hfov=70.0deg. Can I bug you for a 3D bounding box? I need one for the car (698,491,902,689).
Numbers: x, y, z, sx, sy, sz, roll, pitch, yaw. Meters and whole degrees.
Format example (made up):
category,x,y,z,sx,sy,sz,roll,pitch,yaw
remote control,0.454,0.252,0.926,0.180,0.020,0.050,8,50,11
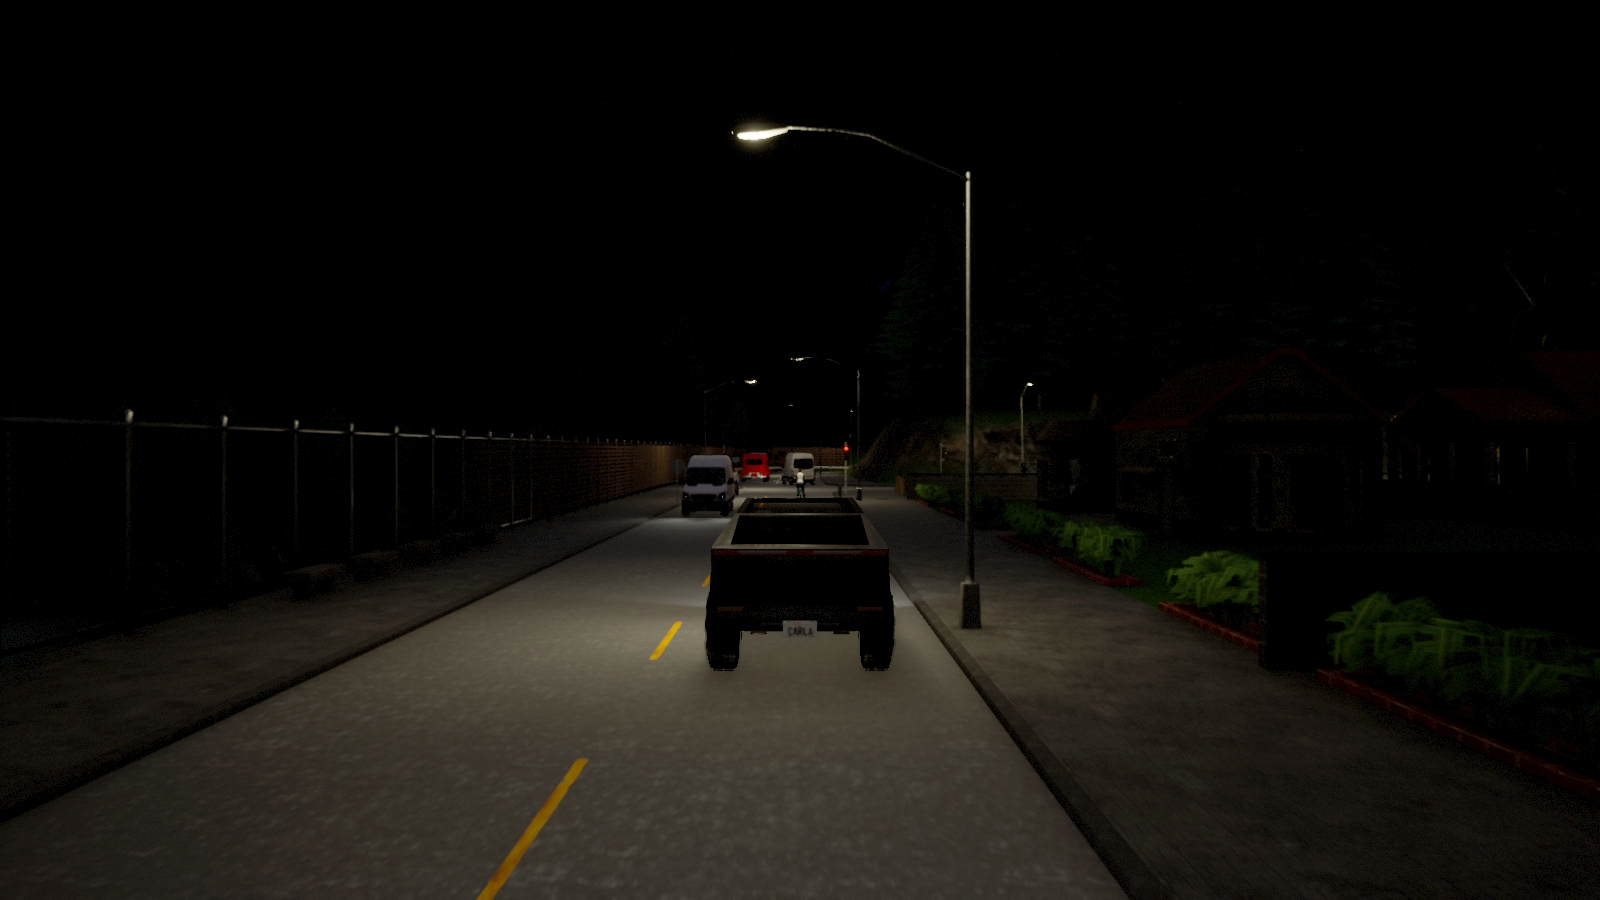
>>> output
category,x,y,z,sx,sy,sz,roll,pitch,yaw
car,0.001,1.753,16.534,2.390,2.098,6.274,0,0,0
